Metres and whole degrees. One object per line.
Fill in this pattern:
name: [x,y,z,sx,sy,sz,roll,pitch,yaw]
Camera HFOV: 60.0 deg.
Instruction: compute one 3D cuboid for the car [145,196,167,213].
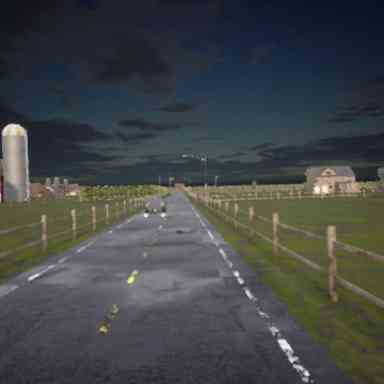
car: [-3.865,1.282,36.323,2.097,1.767,4.553,-2,0,-2]
